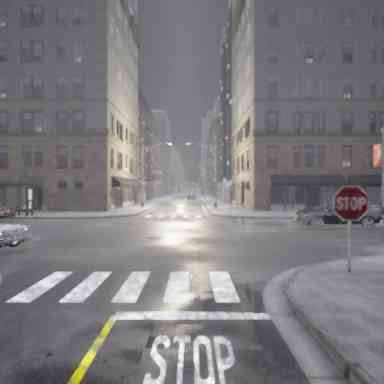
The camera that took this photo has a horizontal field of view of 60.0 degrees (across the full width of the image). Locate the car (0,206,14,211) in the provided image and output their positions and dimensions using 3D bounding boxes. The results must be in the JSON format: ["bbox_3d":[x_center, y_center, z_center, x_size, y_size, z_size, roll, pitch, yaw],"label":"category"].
[{"bbox_3d":[-15.135,1.395,22.912,5.357,1.411,2.033,0,0,0],"label":"car"}]

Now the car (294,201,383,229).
[{"bbox_3d":[8.557,1.332,19.663,4.902,1.511,2.128,0,0,0],"label":"car"}]

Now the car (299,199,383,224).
[{"bbox_3d":[10.149,1.303,22.912,4.902,1.511,2.128,0,0,0],"label":"car"}]

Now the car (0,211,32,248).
[{"bbox_3d":[-8.597,1.525,12.397,4.718,1.301,1.895,0,0,7],"label":"car"}]

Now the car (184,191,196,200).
[{"bbox_3d":[-0.129,1.020,73.547,2.128,1.511,4.902,0,0,0],"label":"car"}]
